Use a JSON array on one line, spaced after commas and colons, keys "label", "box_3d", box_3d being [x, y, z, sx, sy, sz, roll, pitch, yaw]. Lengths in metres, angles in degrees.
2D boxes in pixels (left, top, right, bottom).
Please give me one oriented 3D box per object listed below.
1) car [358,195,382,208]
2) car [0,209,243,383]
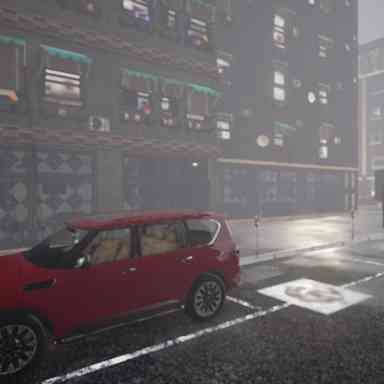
[{"label": "car", "box_3d": [20.157, 0.983, 37.354, 1.887, 1.381, 4.507, 0, 0, -36]}, {"label": "car", "box_3d": [-1.369, 1.286, 5.579, 5.009, 1.841, 2.192, -1, 1, -35]}]
